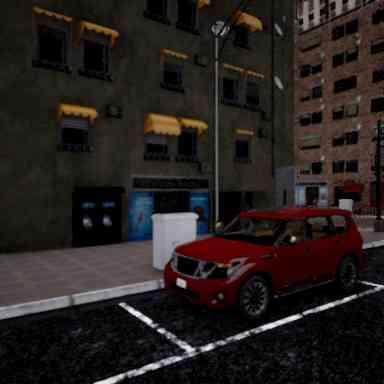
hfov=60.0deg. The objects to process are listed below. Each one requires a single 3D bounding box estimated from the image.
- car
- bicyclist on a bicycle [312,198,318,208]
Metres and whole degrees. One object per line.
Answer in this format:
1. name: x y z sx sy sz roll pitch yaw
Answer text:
1. car: 1.859 1.314 7.425 5.009 1.841 2.192 0 0 -35
2. bicyclist on a bicycle: 13.863 1.532 37.365 1.656 1.620 0.582 0 0 -36
